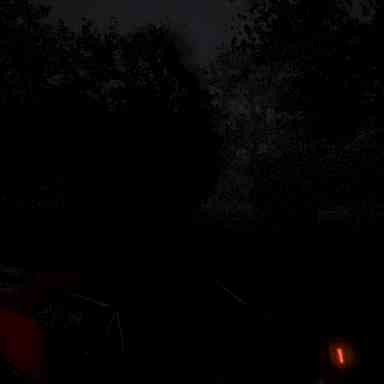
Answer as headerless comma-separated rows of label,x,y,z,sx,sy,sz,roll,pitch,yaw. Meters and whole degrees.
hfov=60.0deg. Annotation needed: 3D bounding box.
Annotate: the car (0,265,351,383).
car,-0.835,1.601,3.973,4.718,1.301,1.895,0,0,35
